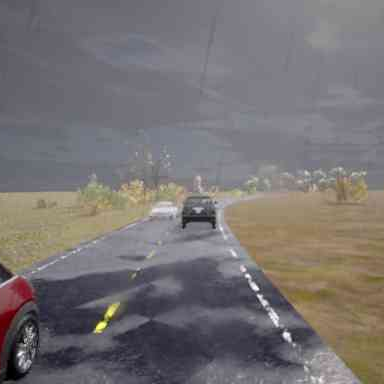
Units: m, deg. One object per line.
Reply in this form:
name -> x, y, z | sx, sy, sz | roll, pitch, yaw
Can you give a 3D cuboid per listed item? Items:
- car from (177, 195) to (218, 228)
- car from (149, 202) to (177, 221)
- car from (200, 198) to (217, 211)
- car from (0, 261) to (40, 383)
car -> 0.512, 1.218, 22.264 | 2.150, 2.045, 5.566 | 0, 0, 3
car -> -2.239, 1.540, 27.245 | 1.812, 1.442, 4.674 | 0, 0, 4
car -> 2.063, 1.502, 40.395 | 1.812, 1.442, 4.674 | 0, 0, 6
car -> -3.029, 1.374, 2.449 | 2.097, 1.767, 4.553 | 0, 0, -1
